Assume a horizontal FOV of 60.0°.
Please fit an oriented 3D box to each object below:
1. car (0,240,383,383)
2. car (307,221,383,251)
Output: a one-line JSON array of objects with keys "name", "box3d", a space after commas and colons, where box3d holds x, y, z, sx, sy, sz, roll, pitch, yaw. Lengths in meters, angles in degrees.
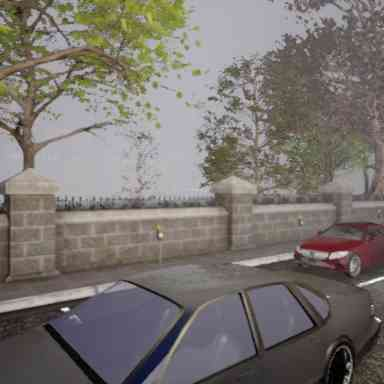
[{"name": "car", "box3d": [-0.017, 1.545, 3.387, 5.357, 1.411, 2.033, 0, 0, -39]}, {"name": "car", "box3d": [4.883, 1.566, 10.044, 4.206, 1.307, 1.802, 0, 0, -36]}]
